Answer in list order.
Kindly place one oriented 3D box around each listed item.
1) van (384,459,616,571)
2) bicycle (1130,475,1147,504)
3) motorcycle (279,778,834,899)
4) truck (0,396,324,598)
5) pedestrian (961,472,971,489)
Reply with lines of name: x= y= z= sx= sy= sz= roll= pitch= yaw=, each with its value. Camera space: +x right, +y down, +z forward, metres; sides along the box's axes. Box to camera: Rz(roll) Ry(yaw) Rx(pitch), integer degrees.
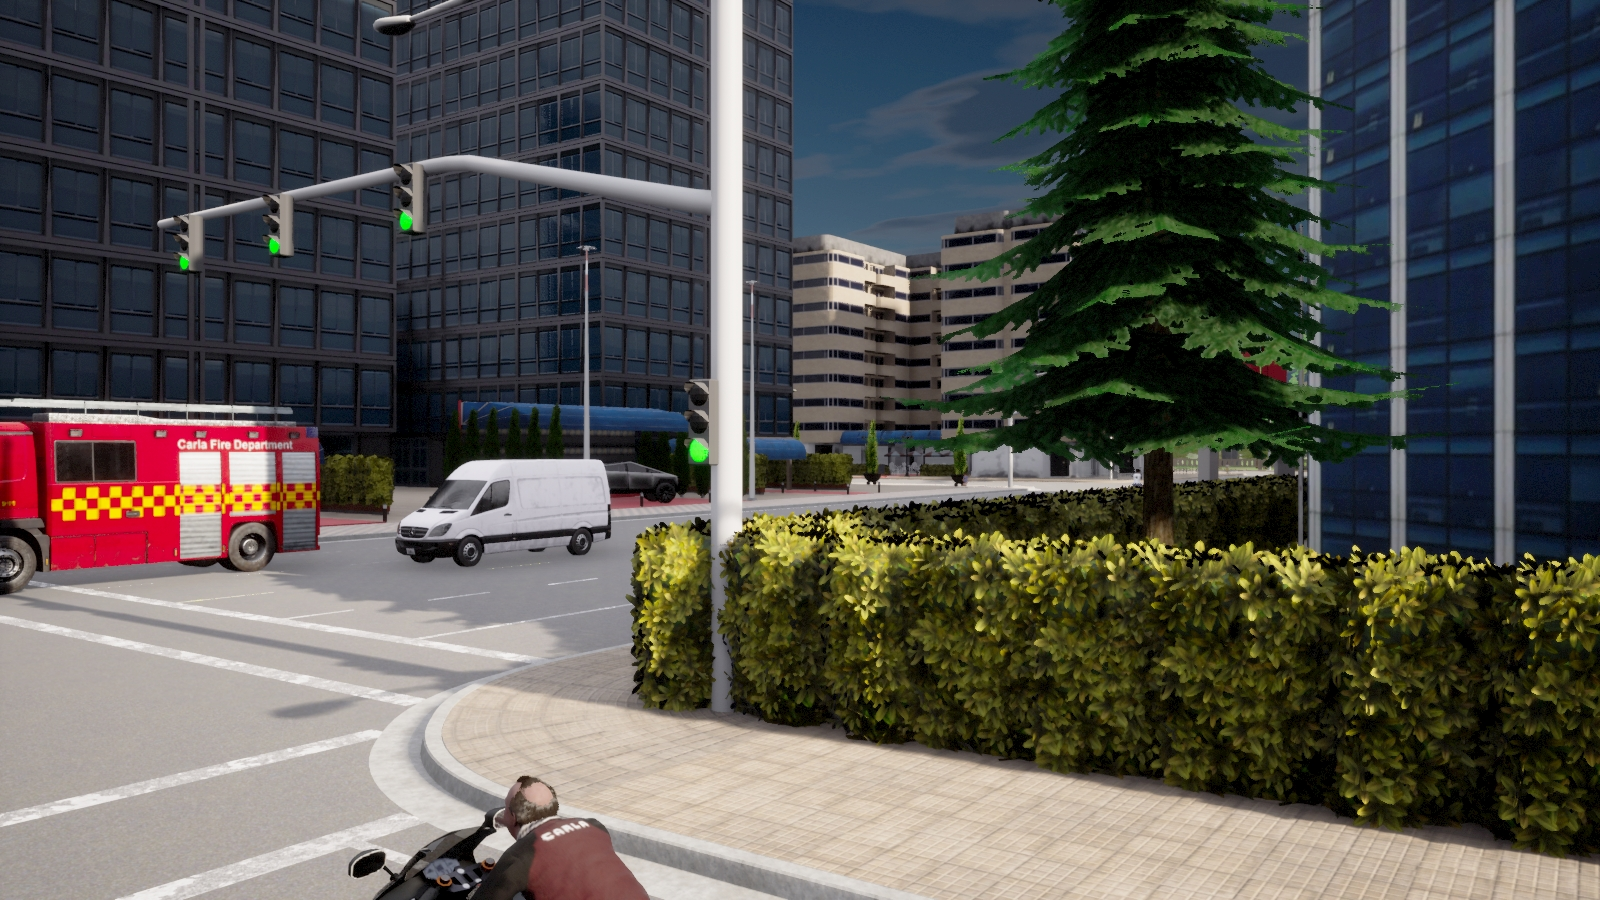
van: x=-7.573 y=1.533 z=29.577 sx=1.988 sy=2.561 sz=5.915 roll=0 pitch=0 yaw=35
bicycle: x=17.887 y=2.055 z=60.335 sx=0.373 sy=1.496 sz=1.643 roll=0 pitch=0 yaw=34
motorcycle: x=-1.027 y=2.205 z=4.504 sx=2.209 sy=1.251 sz=0.867 roll=0 pitch=0 yaw=35
truck: x=-14.959 y=0.889 z=24.598 sx=2.891 sy=3.827 sz=8.468 roll=0 pitch=0 yaw=34
pedestrian: x=11.239 y=2.074 z=77.479 sx=0.500 sy=1.100 sz=0.500 roll=0 pitch=0 yaw=33
